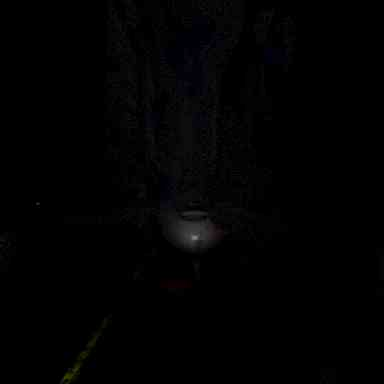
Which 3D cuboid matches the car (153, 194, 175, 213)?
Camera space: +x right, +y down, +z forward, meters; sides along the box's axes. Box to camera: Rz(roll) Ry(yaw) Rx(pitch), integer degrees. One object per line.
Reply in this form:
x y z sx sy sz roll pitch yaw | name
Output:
-3.072 1.232 37.247 2.150 2.045 5.566 0 0 0 | car

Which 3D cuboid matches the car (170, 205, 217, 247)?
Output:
0.092 1.533 14.903 1.812 1.442 4.674 0 0 0 | car

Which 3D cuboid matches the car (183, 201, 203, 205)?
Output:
0.100 1.536 30.066 1.812 1.442 4.674 0 0 0 | car
